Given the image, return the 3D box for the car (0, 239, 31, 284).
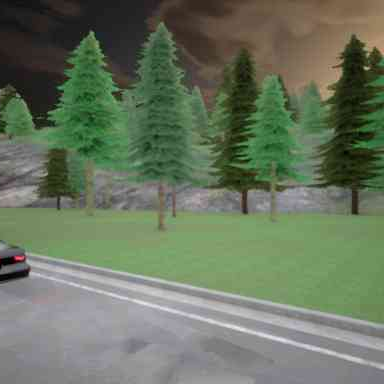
[{"bbox_3d":[-6.236,1.545,8.380,5.357,1.411,2.033,0,0,35],"label":"car"}]
